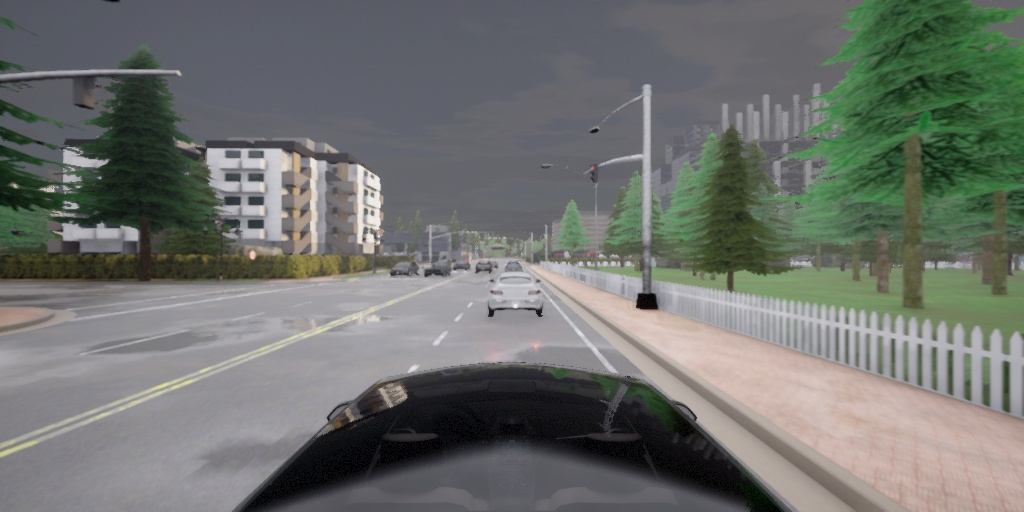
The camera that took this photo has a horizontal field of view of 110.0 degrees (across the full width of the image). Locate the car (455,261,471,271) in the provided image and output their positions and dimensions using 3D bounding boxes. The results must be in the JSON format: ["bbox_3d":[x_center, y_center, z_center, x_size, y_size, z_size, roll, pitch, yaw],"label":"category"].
[{"bbox_3d":[-6.985,1.348,50.706,2.033,1.411,5.357,0,0,1],"label":"car"}]

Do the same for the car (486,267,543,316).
[{"bbox_3d":[0.115,1.289,13.353,1.812,1.442,4.674,0,0,0],"label":"car"}]

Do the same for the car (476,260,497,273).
[{"bbox_3d":[-3.333,1.286,43.627,2.128,1.511,4.902,0,0,0],"label":"car"}]

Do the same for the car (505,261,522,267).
[{"bbox_3d":[0.143,1.334,35.213,2.033,1.411,5.357,0,0,0],"label":"car"}]

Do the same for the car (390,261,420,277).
[{"bbox_3d":[-10.534,1.286,35.453,1.837,1.490,4.892,0,0,0],"label":"car"}]

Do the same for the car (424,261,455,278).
[{"bbox_3d":[-7.040,1.383,34.214,1.895,1.301,4.718,0,0,0],"label":"car"}]
